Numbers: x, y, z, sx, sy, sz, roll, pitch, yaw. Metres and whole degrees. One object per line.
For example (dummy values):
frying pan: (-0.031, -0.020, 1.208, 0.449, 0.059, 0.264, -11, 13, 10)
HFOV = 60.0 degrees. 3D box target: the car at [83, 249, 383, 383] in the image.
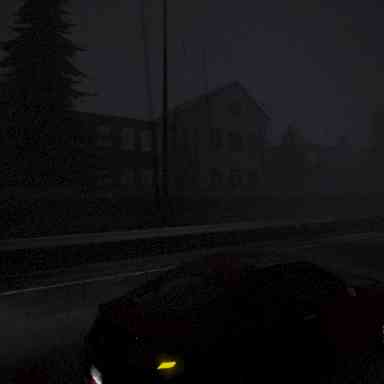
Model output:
car: (0.983, 1.527, 4.445, 4.674, 1.442, 1.812, 0, 0, -35)
